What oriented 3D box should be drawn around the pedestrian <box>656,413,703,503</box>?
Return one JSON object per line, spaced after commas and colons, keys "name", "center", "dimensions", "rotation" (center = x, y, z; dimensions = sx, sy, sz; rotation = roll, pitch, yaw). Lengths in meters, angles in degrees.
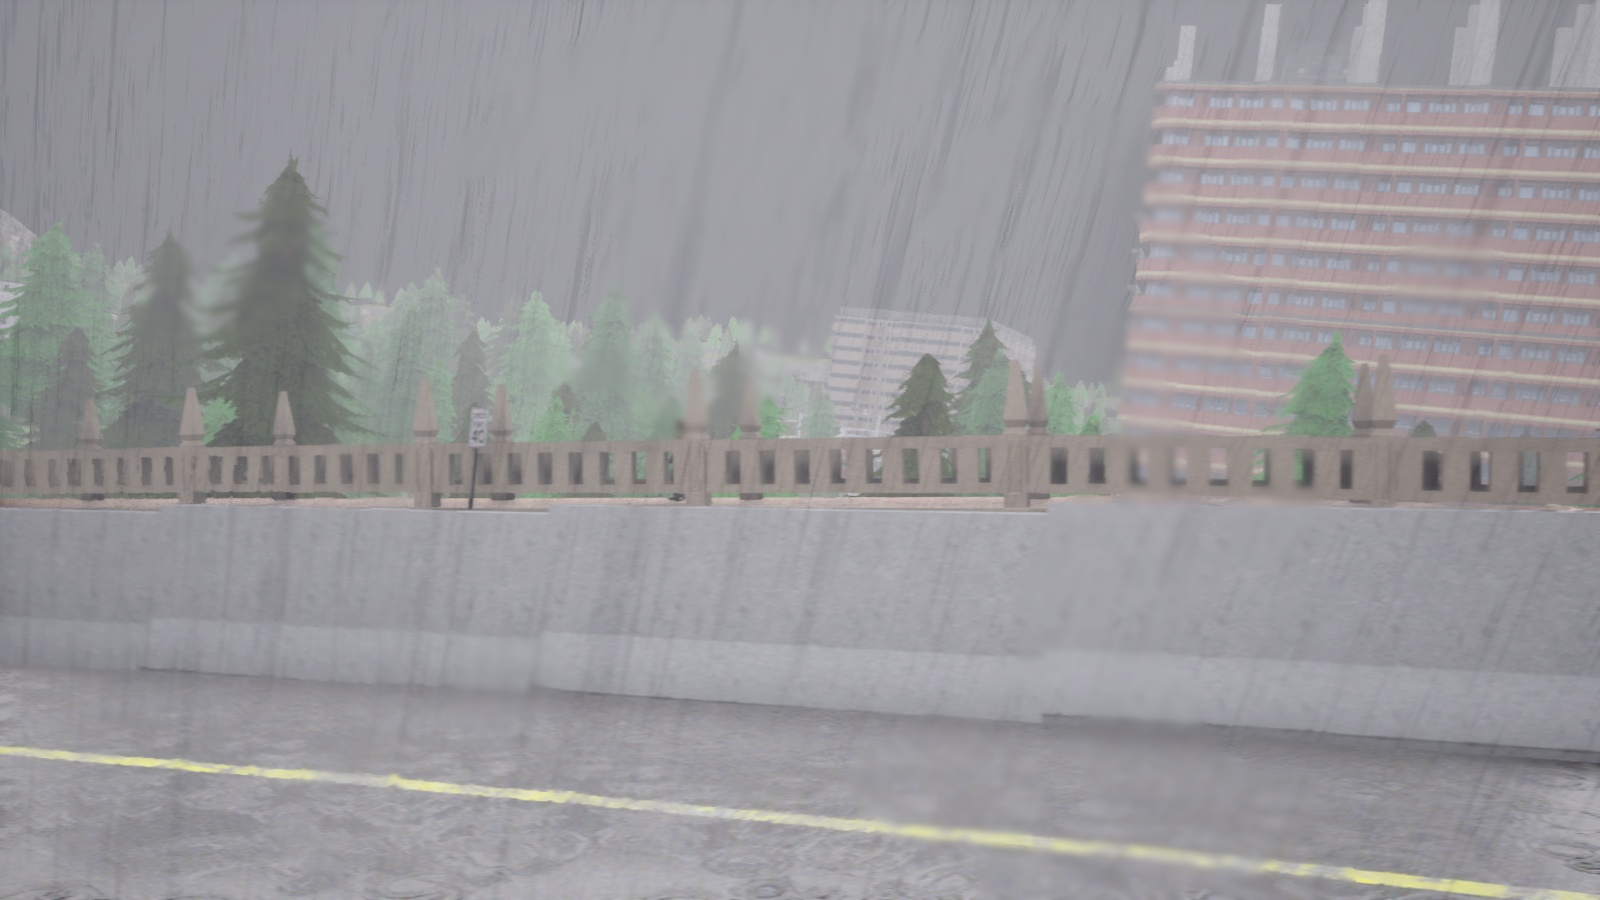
{"name": "pedestrian", "center": [-2.591, 0.164, 26.992], "dimensions": [0.726, 1.835, 0.370], "rotation": [7, 3, 19]}
